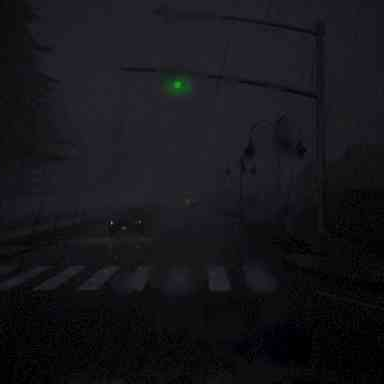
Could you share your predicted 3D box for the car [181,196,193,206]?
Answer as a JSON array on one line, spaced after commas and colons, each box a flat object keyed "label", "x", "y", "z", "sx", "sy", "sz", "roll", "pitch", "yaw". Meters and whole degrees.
[{"label": "car", "x": -0.588, "y": 1.525, "z": 59.268, "sx": 2.097, "sy": 1.767, "sz": 4.553, "roll": 0, "pitch": 0, "yaw": -11}]

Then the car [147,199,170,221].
[{"label": "car", "x": -3.278, "y": 1.590, "z": 28.576, "sx": 1.837, "sy": 1.490, "sz": 4.892, "roll": 0, "pitch": 0, "yaw": 1}]

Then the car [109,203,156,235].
[{"label": "car", "x": -3.447, "y": 1.583, "z": 19.403, "sx": 1.812, "sy": 1.442, "sz": 4.674, "roll": 0, "pitch": 0, "yaw": 1}]

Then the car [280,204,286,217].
[{"label": "car", "x": 9.228, "y": 1.220, "z": 26.742, "sx": 3.866, "sy": 1.878, "sz": 1.905, "roll": 0, "pitch": 0, "yaw": 1}]

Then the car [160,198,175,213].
[{"label": "car", "x": -3.084, "y": 1.468, "z": 38.637, "sx": 2.097, "sy": 1.767, "sz": 4.553, "roll": 0, "pitch": 0, "yaw": 1}]

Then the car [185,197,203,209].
[{"label": "car", "x": 0.436, "y": 1.740, "z": 49.104, "sx": 1.895, "sy": 1.301, "sz": 4.718, "roll": 0, "pitch": 0, "yaw": -5}]

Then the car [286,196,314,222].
[{"label": "car", "x": 9.577, "y": 1.209, "z": 24.222, "sx": 4.605, "sy": 1.855, "sz": 1.932, "roll": 0, "pitch": 0, "yaw": 1}]
